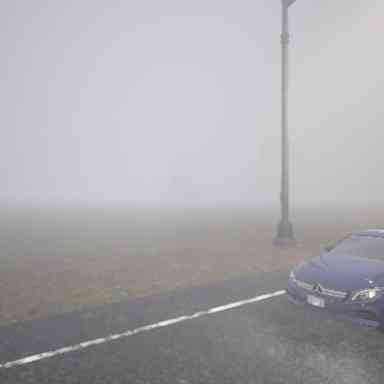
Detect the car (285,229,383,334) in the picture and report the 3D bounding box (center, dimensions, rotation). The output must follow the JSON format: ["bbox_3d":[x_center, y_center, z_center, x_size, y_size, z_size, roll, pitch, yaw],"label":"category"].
[{"bbox_3d":[3.921,1.524,6.791,4.674,1.442,1.812,0,0,-35],"label":"car"}]
